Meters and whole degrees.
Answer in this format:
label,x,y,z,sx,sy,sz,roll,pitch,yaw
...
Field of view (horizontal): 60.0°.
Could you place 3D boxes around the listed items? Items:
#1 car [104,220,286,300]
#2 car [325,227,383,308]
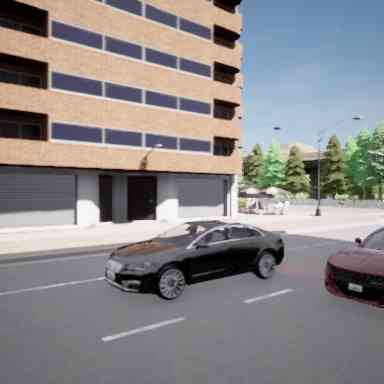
label,x,y,z,sx,sy,sz,roll,pitch,yaw
car,0.289,1.493,8.460,4.902,1.511,2.128,0,0,-35
car,5.038,1.480,7.525,5.008,1.535,1.882,0,0,-35
